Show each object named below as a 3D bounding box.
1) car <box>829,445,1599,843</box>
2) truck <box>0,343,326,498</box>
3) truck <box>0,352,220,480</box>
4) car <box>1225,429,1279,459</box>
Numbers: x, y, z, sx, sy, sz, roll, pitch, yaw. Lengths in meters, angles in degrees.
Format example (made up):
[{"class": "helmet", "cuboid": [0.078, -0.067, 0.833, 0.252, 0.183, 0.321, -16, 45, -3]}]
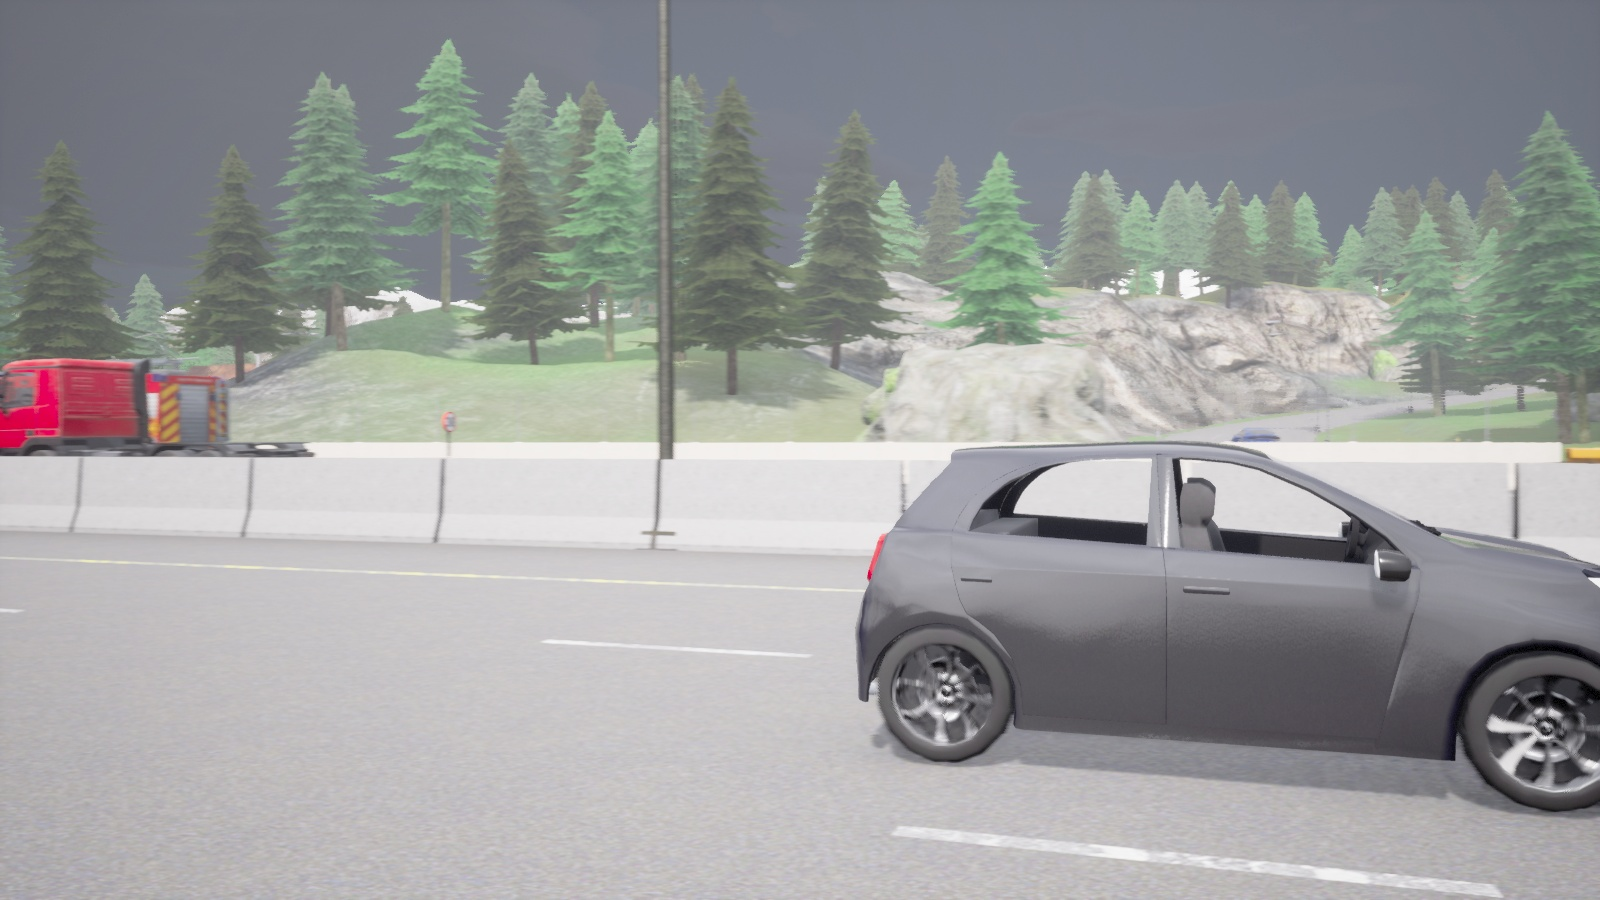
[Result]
[{"class": "car", "cuboid": [2.153, 0.750, 6.161, 3.633, 1.501, 1.845, 1, 1, 19]}, {"class": "truck", "cuboid": [-15.846, -0.708, 30.669, 7.936, 3.462, 2.891, 1, 1, 18]}, {"class": "truck", "cuboid": [-23.218, -1.077, 40.527, 8.468, 3.827, 2.891, 1, 1, 19]}, {"class": "car", "cuboid": [25.582, -0.358, 71.254, 1.882, 1.535, 5.008, 0, 2, 8]}]
